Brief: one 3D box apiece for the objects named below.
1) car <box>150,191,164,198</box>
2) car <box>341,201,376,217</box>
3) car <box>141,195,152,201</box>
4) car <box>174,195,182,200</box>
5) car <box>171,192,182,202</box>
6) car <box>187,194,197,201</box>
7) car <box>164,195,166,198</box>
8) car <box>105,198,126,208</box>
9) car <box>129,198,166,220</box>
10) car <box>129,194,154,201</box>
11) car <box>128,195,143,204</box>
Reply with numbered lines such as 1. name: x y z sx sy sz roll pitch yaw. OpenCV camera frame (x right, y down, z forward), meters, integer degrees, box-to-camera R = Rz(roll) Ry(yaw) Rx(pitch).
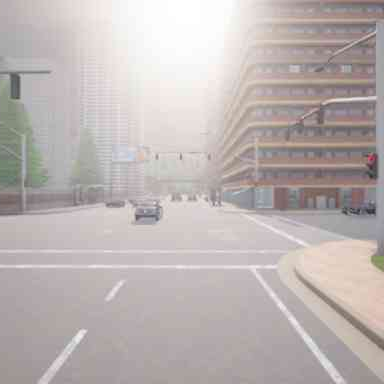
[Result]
1. car: -7.016 1.228 62.508 2.097 1.767 4.553 0 0 1
2. car: 15.579 1.486 29.332 4.718 1.301 1.895 0 0 -18
3. car: -10.480 1.358 77.207 1.812 1.442 4.674 0 0 0
4. car: -3.478 1.369 83.289 1.994 1.385 4.181 0 0 0
5. car: -3.481 1.073 74.038 2.150 2.045 5.566 0 0 0
6. car: 0.020 1.202 74.818 2.097 1.767 4.553 0 0 0
7. car: -6.980 1.354 78.040 1.812 1.442 4.674 0 0 0
8. car: -10.569 1.510 46.046 1.895 1.301 4.718 0 0 0
9. car: -3.399 1.471 26.896 2.033 1.411 5.357 0 0 0
10. car: -7.066 1.399 46.469 2.128 1.511 4.902 0 0 0
11. car: -10.507 1.355 62.218 1.882 1.535 5.008 0 0 0
